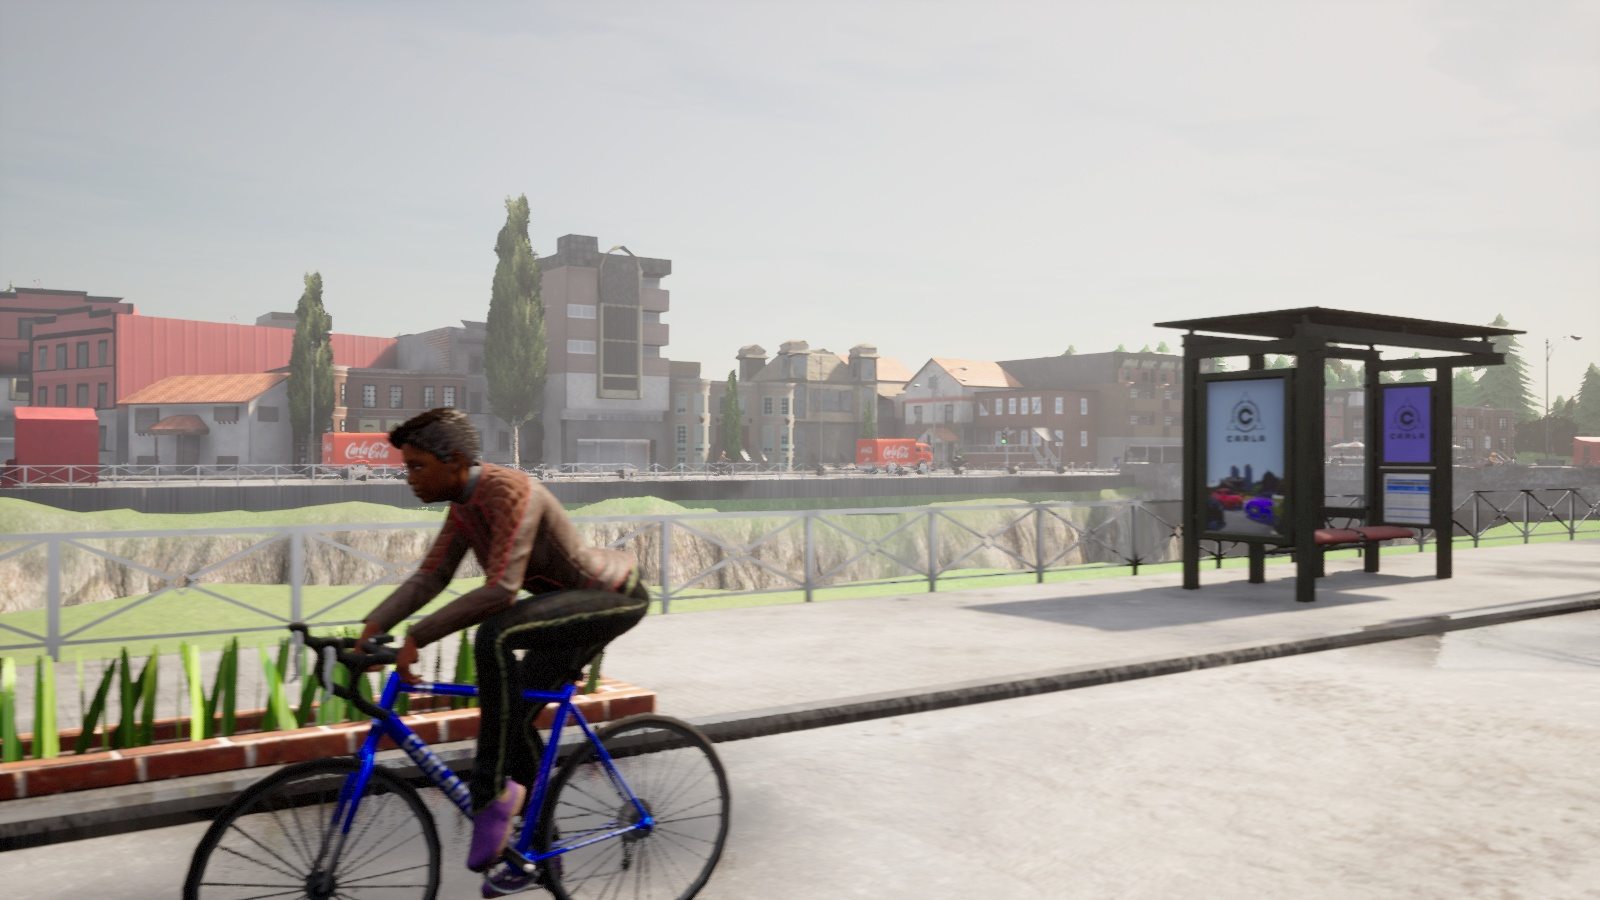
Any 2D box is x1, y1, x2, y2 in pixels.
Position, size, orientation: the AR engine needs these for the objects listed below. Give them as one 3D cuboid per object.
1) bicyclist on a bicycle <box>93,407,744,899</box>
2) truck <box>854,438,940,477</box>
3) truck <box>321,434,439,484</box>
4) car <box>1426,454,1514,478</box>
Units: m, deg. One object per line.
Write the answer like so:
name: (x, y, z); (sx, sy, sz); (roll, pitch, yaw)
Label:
bicyclist on a bicycle: (-1.021, 0.709, 3.557); (1.656, 1.620, 0.582); (0, 0, -35)
truck: (6.483, 0.460, 83.982); (5.204, 2.467, 2.627); (-1, 0, -35)
truck: (-21.556, 0.462, 64.453); (5.204, 2.467, 2.627); (0, 0, -35)
car: (39.842, 0.908, 74.738); (1.994, 1.385, 4.181); (0, 0, -36)
